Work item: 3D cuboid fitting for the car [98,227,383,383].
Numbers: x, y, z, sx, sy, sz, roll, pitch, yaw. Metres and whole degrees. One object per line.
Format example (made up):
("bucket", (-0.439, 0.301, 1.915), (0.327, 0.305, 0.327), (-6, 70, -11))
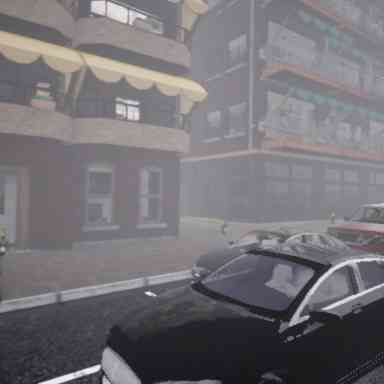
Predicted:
("car", (1.297, 1.493, 4.302), (4.902, 1.511, 2.128), (0, 0, -35))

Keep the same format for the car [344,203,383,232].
("car", (6.537, 1.321, 11.193), (5.009, 1.841, 2.192), (0, 1, -35))

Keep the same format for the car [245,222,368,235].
("car", (2.022, 1.554, 7.982), (4.403, 1.369, 2.008), (0, 1, -35))
